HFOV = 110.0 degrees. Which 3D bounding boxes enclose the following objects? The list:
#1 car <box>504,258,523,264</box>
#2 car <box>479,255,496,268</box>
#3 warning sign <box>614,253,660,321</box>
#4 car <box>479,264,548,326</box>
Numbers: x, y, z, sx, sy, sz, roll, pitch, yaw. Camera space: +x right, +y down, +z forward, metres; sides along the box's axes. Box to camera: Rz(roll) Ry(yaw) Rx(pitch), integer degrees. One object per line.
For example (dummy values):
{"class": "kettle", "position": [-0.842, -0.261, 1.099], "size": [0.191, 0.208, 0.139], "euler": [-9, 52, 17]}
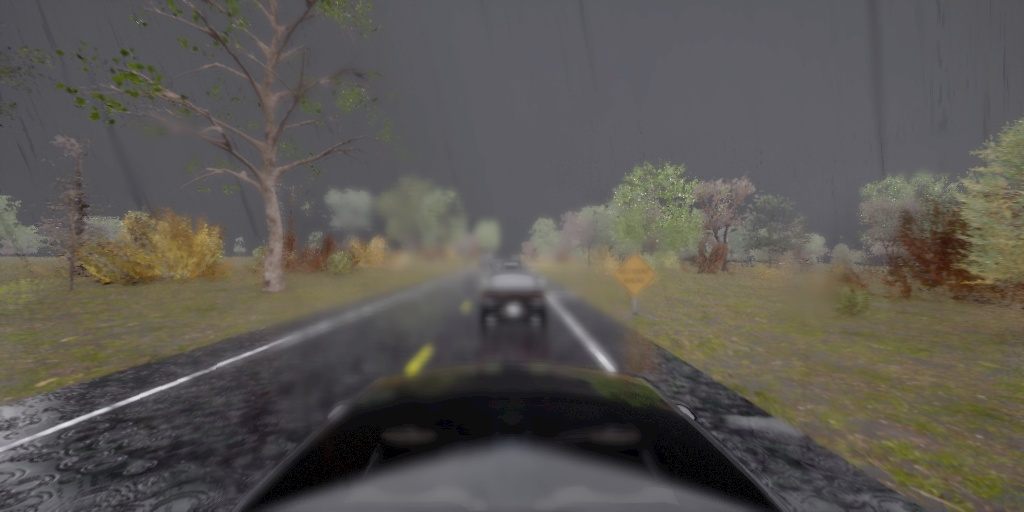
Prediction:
{"class": "car", "position": [0.076, 1.162, 28.447], "size": [1.837, 1.490, 4.892], "euler": [0, 1, 0]}
{"class": "car", "position": [-3.555, 0.820, 53.186], "size": [2.150, 2.045, 5.566], "euler": [0, 0, 0]}
{"class": "warning sign", "position": [3.552, 0.831, 10.239], "size": [1.300, 1.860, 1.060], "euler": [0, 0, 0]}
{"class": "car", "position": [0.062, 1.189, 11.564], "size": [1.882, 1.535, 5.008], "euler": [0, 0, 0]}
